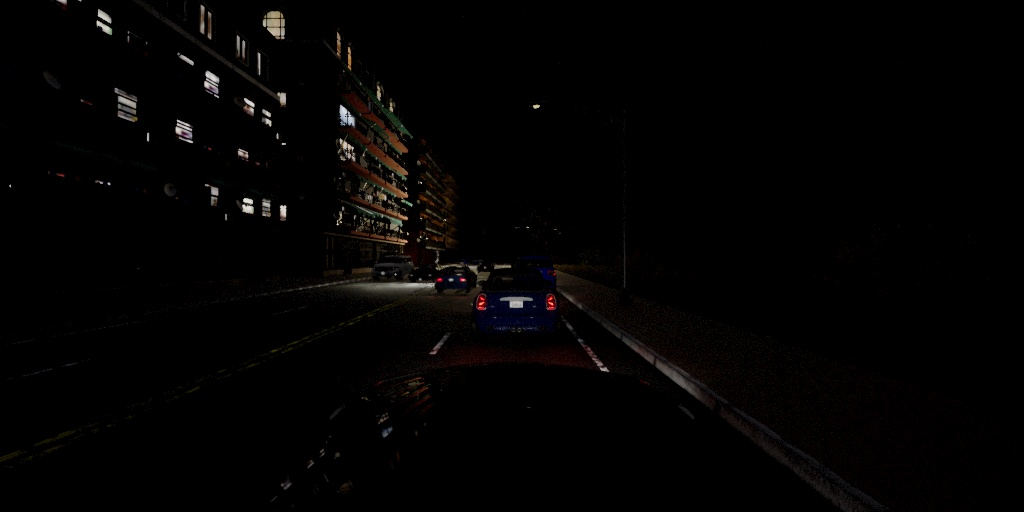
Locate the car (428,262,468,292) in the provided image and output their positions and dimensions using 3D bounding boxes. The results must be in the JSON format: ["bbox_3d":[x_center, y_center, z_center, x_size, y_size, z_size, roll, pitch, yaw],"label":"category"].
[{"bbox_3d":[-3.151,1.300,21.036,2.033,1.411,5.357,0,0,0],"label":"car"}]

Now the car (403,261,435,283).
[{"bbox_3d":[-6.602,1.299,28.449,2.033,1.411,5.357,0,0,0],"label":"car"}]

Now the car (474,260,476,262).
[{"bbox_3d":[-3.148,1.315,43.898,1.994,1.385,4.181,0,0,0],"label":"car"}]

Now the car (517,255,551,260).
[{"bbox_3d":[1.136,0.977,19.736,2.150,2.045,5.566,0,0,0],"label":"car"}]

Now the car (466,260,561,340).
[{"bbox_3d":[0.097,1.103,10.161,2.097,1.767,4.553,0,0,0],"label":"car"}]

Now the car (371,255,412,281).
[{"bbox_3d":[-9.851,0.974,30.120,2.150,2.045,5.566,0,0,0],"label":"car"}]
